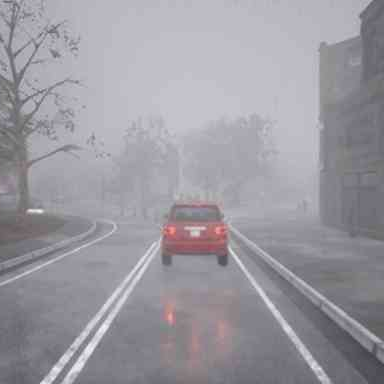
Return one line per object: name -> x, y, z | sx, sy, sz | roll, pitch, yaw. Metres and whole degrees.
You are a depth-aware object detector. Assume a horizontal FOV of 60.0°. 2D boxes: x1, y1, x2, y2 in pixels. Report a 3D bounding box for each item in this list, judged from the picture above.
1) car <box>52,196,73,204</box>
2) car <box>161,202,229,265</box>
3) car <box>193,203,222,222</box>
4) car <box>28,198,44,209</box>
car -> -26.024, 1.509, 66.916 | 1.882, 1.535, 5.008 | 0, 1, 11
car -> 0.092, 1.396, 12.595 | 2.150, 2.045, 5.566 | 0, -1, 0
car -> 1.524, 1.838, 30.793 | 1.812, 1.442, 4.674 | 0, 0, 14
car -> -23.213, 1.678, 49.116 | 2.128, 1.511, 4.902 | -1, 1, -31
